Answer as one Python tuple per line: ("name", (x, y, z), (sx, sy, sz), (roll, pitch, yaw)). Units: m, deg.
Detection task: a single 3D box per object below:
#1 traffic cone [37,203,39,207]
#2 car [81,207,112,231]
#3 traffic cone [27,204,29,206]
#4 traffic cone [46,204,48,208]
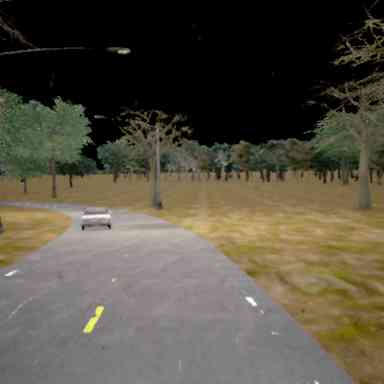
("traffic cone", (-26.268, 2.213, 56.565), (0.340, 0.580, 0.340), (-3, 2, -42))
("car", (-6.307, 1.707, 22.064), (1.895, 1.301, 4.718), (-1, 0, -16))
("traffic cone", (-29.618, 2.221, 60.071), (0.340, 0.580, 0.340), (0, 2, 45))
("traffic cone", (-23.123, 2.198, 52.873), (0.340, 0.580, 0.340), (-3, 2, -39))
